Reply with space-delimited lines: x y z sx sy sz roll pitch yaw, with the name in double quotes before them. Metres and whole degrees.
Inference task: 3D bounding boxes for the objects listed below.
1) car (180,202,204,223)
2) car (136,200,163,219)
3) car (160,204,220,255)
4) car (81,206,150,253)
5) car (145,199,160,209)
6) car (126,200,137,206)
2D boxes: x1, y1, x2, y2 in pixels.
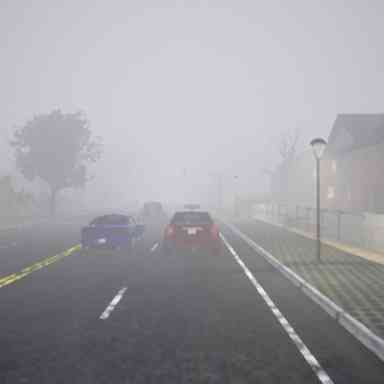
"car" 0.009 1.760 29.488 1.882 1.535 5.008 0 0 0
"car" -3.244 1.628 29.089 2.097 1.767 4.553 0 -1 0
"car" 0.004 1.484 14.092 2.097 1.767 4.553 0 -1 0
"car" -3.242 1.616 14.492 1.882 1.535 5.008 0 0 0
"car" -6.504 2.022 55.284 1.882 1.535 5.008 0 -1 0
"car" -9.747 2.095 55.767 2.033 1.411 5.357 0 -1 0
